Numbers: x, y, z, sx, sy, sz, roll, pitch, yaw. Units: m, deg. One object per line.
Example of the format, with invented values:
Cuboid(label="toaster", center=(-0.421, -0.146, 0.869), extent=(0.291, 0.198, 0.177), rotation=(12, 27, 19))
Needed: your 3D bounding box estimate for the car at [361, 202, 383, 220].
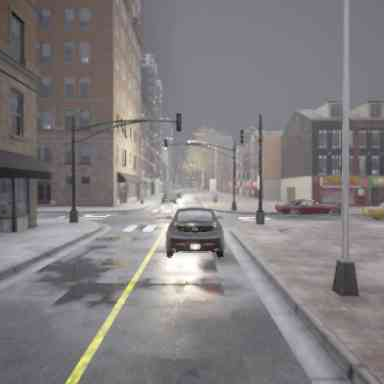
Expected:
Cuboid(label="car", center=(13.880, 1.211, 22.105), extent=(4.829, 1.417, 1.752), rotation=(0, 0, 0))

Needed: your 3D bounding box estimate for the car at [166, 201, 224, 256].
Cuboid(label="car", center=(0.096, 1.295, 12.054), extent=(1.837, 1.490, 4.892), rotation=(0, 1, 0))

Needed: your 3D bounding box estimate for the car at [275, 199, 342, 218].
Cuboid(label="car", center=(8.864, 1.219, 25.168), extent=(4.718, 1.301, 1.895), rotation=(0, 1, 0))

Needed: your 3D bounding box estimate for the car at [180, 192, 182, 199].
Cuboid(label="car", center=(-2.819, 0.552, 58.491), extent=(1.895, 1.301, 4.718), rotation=(0, 1, 1))

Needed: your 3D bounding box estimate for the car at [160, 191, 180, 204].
Cuboid(label="car", center=(-2.858, 0.747, 42.322), extent=(1.837, 1.490, 4.892), rotation=(0, 1, 0))
